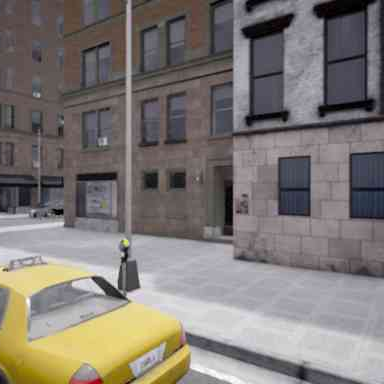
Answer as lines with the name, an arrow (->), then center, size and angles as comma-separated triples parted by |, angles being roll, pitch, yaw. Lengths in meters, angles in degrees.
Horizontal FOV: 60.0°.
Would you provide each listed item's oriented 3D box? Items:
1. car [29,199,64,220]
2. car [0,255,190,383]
car -> -10.817, 1.367, 27.384 | 2.128, 1.511, 4.902 | 0, 0, 34
car -> -2.322, 1.521, 4.375 | 4.829, 1.417, 1.752 | 0, 0, 34
